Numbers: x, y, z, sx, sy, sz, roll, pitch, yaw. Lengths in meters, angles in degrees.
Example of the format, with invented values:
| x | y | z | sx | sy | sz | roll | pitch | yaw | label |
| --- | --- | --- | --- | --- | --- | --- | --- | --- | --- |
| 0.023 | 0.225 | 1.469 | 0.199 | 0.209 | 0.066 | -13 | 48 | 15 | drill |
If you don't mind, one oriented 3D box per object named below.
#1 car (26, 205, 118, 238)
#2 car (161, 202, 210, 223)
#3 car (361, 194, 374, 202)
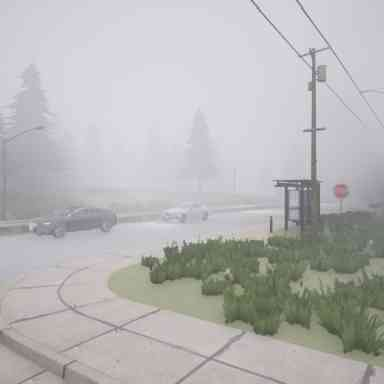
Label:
| x | y | z | sx | sy | sz | roll | pitch | yaw | label |
| --- | --- | --- | --- | --- | --- | --- | --- | --- | --- |
| -6.228 | 1.491 | 17.815 | 2.128 | 1.511 | 4.902 | 0 | 0 | 36 | car |
| -0.382 | 1.526 | 25.888 | 1.812 | 1.442 | 4.674 | 0 | 0 | 36 | car |
| 40.354 | 1.355 | 76.512 | 2.097 | 1.767 | 4.553 | 0 | 0 | 36 | car |
